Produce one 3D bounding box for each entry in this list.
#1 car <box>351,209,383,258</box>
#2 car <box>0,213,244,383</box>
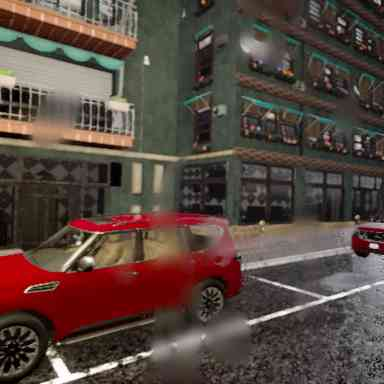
[{"bbox_3d":[7.946,1.458,12.202,5.009,1.841,2.192,1,1,-35],"label":"car"},{"bbox_3d":[-1.331,1.337,5.585,5.009,1.841,2.192,1,1,-35],"label":"car"}]
